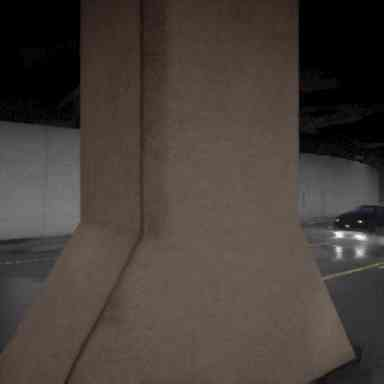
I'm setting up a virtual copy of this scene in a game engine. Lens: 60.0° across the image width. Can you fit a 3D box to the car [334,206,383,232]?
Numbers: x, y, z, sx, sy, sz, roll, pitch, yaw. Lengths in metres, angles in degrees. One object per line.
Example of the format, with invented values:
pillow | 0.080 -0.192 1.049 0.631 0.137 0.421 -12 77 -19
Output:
car | 10.960 1.549 20.545 5.357 1.411 2.033 0 0 -37
